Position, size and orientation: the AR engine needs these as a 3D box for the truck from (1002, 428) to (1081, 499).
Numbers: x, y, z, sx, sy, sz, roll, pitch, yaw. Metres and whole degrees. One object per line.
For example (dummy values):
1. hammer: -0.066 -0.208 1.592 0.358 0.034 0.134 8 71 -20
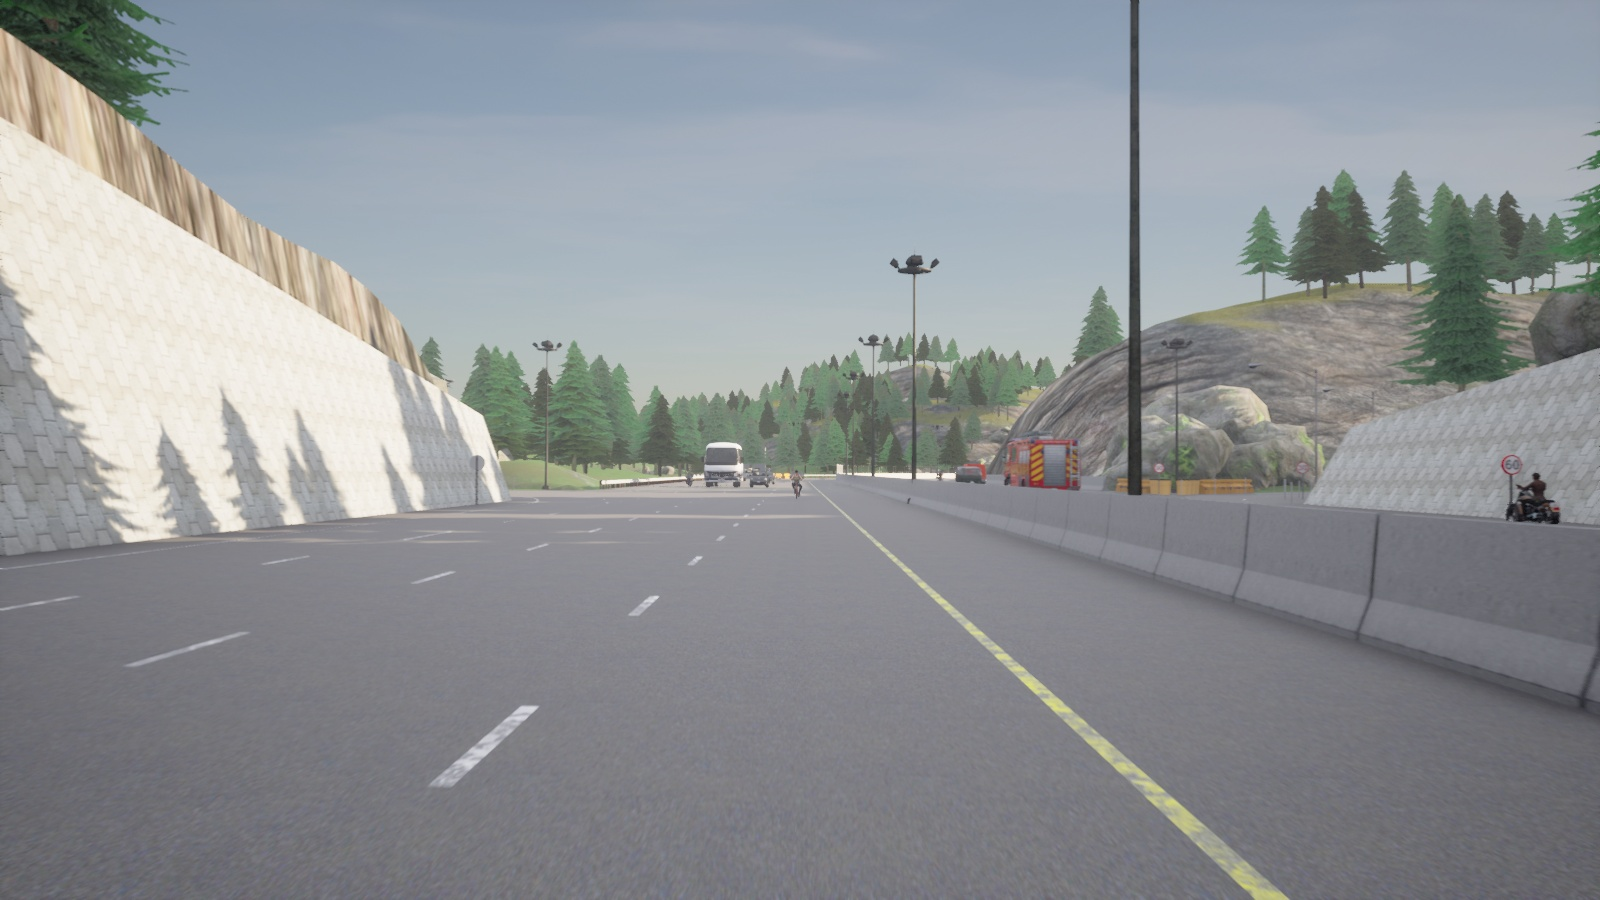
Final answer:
1. truck: 13.819 0.810 72.624 2.891 3.827 8.468 0 -1 0

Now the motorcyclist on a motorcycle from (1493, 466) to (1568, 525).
1. motorcyclist on a motorcycle: 20.912 1.284 35.999 0.766 1.649 2.350 0 -1 0
